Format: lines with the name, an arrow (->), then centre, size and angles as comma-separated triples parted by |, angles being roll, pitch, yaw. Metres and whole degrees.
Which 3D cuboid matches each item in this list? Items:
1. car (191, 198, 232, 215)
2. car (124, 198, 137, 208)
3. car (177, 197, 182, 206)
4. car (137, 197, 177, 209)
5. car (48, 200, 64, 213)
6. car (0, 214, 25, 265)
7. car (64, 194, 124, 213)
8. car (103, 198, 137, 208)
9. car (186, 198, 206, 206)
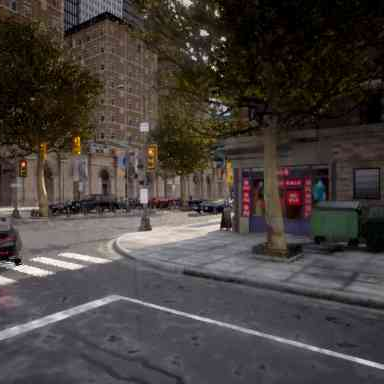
car -> 2.262, 1.601, 34.128 | 1.895, 1.301, 4.718 | 0, 0, 36
car -> -8.147, 1.526, 45.449 | 1.812, 1.442, 4.674 | 0, 0, 36
car -> -2.283, 1.564, 53.607 | 1.994, 1.385, 4.181 | 0, 0, 36
car -> -4.602, 1.478, 44.403 | 1.882, 1.535, 5.008 | 0, 0, 36
car -> -13.767, 1.547, 37.656 | 2.033, 1.411, 5.357 | 0, 0, 36
car -> -6.807, 1.507, 11.148 | 1.837, 1.490, 4.892 | -1, 1, -30
car -> -10.501, 1.221, 36.206 | 2.150, 2.045, 5.566 | 0, 0, 36
car -> -10.282, 1.595, 47.897 | 1.895, 1.301, 4.718 | 0, 0, 36
car -> 1.411, 1.601, 52.743 | 1.895, 1.301, 4.718 | 0, 0, 36
